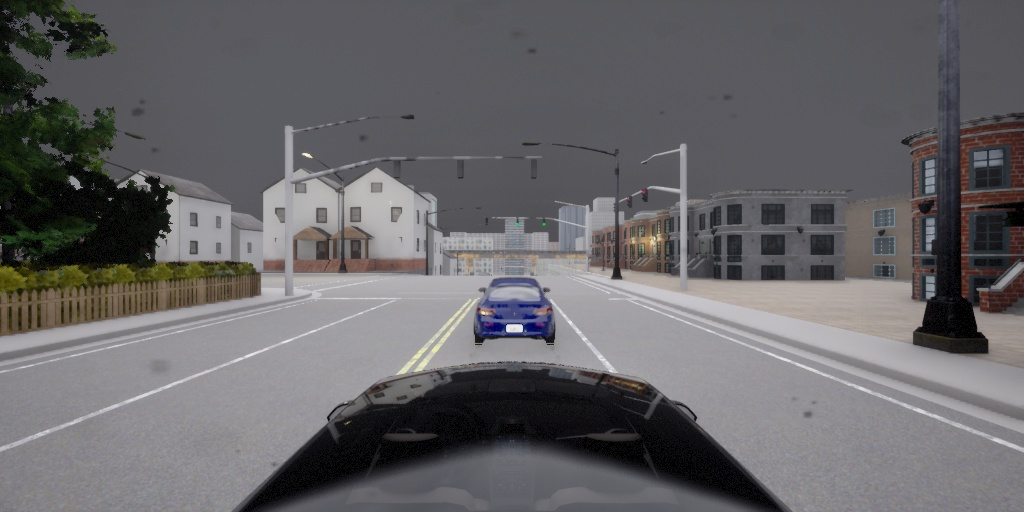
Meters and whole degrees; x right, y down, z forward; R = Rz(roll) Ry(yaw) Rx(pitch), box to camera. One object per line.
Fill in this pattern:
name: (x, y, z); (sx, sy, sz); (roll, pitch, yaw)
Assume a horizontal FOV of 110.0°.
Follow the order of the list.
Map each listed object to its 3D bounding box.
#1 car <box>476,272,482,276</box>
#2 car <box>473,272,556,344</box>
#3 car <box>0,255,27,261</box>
car: (-3.623, 2.929, 47.193); (2.097, 1.767, 4.553); (-1, -13, 0)
car: (0.066, 1.275, 9.460); (1.812, 1.442, 4.674); (0, 0, 0)
car: (-44.725, 0.971, 30.630); (5.566, 2.045, 2.150); (0, 0, 0)
